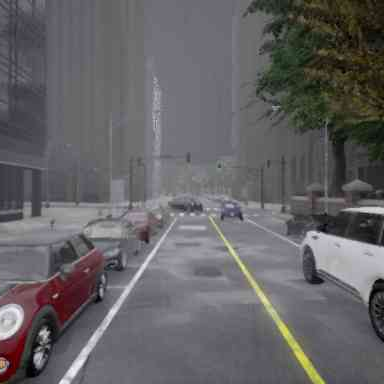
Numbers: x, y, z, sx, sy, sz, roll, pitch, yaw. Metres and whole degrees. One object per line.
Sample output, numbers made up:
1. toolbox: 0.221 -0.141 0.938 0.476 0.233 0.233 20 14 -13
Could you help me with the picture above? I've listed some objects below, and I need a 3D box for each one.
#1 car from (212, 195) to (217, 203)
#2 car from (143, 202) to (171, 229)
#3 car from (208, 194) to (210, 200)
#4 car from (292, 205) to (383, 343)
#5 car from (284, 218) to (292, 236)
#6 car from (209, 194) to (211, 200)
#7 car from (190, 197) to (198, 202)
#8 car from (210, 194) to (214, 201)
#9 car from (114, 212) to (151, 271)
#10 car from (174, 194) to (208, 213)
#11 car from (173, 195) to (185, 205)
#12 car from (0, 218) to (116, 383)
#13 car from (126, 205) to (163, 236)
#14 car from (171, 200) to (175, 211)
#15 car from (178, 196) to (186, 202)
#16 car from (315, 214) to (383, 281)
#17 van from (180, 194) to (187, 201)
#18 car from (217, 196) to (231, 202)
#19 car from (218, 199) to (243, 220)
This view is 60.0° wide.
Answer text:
1. car: 6.139 1.770 75.403 2.008 1.369 4.403 0 0 0
2. car: -2.662 1.474 21.709 1.967 1.590 4.097 0 0 0
3. car: 6.224 1.792 91.886 1.752 1.417 4.829 0 0 0
4. car: 3.924 1.261 6.515 2.150 2.045 5.566 0 0 0
5. car: 5.834 1.634 16.209 1.947 1.339 4.313 0 0 0
6. car: 6.195 1.795 86.278 1.887 1.381 4.507 0 0 0
7. car: 0.407 1.799 81.286 1.895 1.301 4.718 0 0 0
8. car: 6.167 1.780 80.841 1.887 1.381 4.507 0 0 0
9. car: -2.719 1.560 10.795 2.008 1.369 4.403 0 0 0
10. car: -0.921 1.382 38.693 4.553 1.767 2.097 1 0 41
11. car: -2.441 1.458 64.573 2.192 1.841 5.009 0 0 0
12. car: -2.747 1.437 5.338 1.967 1.590 4.097 0 0 0
13. car: -2.691 1.566 16.251 1.887 1.381 4.507 0 0 0
14. car: -2.636 1.572 26.995 1.752 1.417 4.829 0 0 0
15. car: -2.359 1.713 80.715 1.752 1.417 4.829 0 0 0
16. car: 5.807 1.582 10.923 1.752 1.417 4.829 0 0 0
17. van: -2.301 1.561 91.761 1.690 1.788 3.998 0 0 0
18. car: 6.055 1.615 59.091 1.967 1.590 4.097 0 0 0
19. car: 3.393 1.609 28.734 1.812 1.442 4.674 0 0 5
